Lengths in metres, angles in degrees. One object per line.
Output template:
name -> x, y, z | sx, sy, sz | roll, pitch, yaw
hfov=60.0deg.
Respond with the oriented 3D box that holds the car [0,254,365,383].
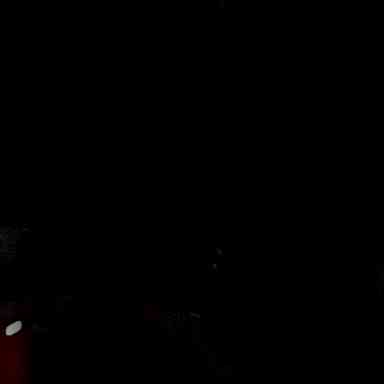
car -> -0.684, 1.554, 3.443 | 4.507, 1.381, 1.887 | 0, 0, 35
